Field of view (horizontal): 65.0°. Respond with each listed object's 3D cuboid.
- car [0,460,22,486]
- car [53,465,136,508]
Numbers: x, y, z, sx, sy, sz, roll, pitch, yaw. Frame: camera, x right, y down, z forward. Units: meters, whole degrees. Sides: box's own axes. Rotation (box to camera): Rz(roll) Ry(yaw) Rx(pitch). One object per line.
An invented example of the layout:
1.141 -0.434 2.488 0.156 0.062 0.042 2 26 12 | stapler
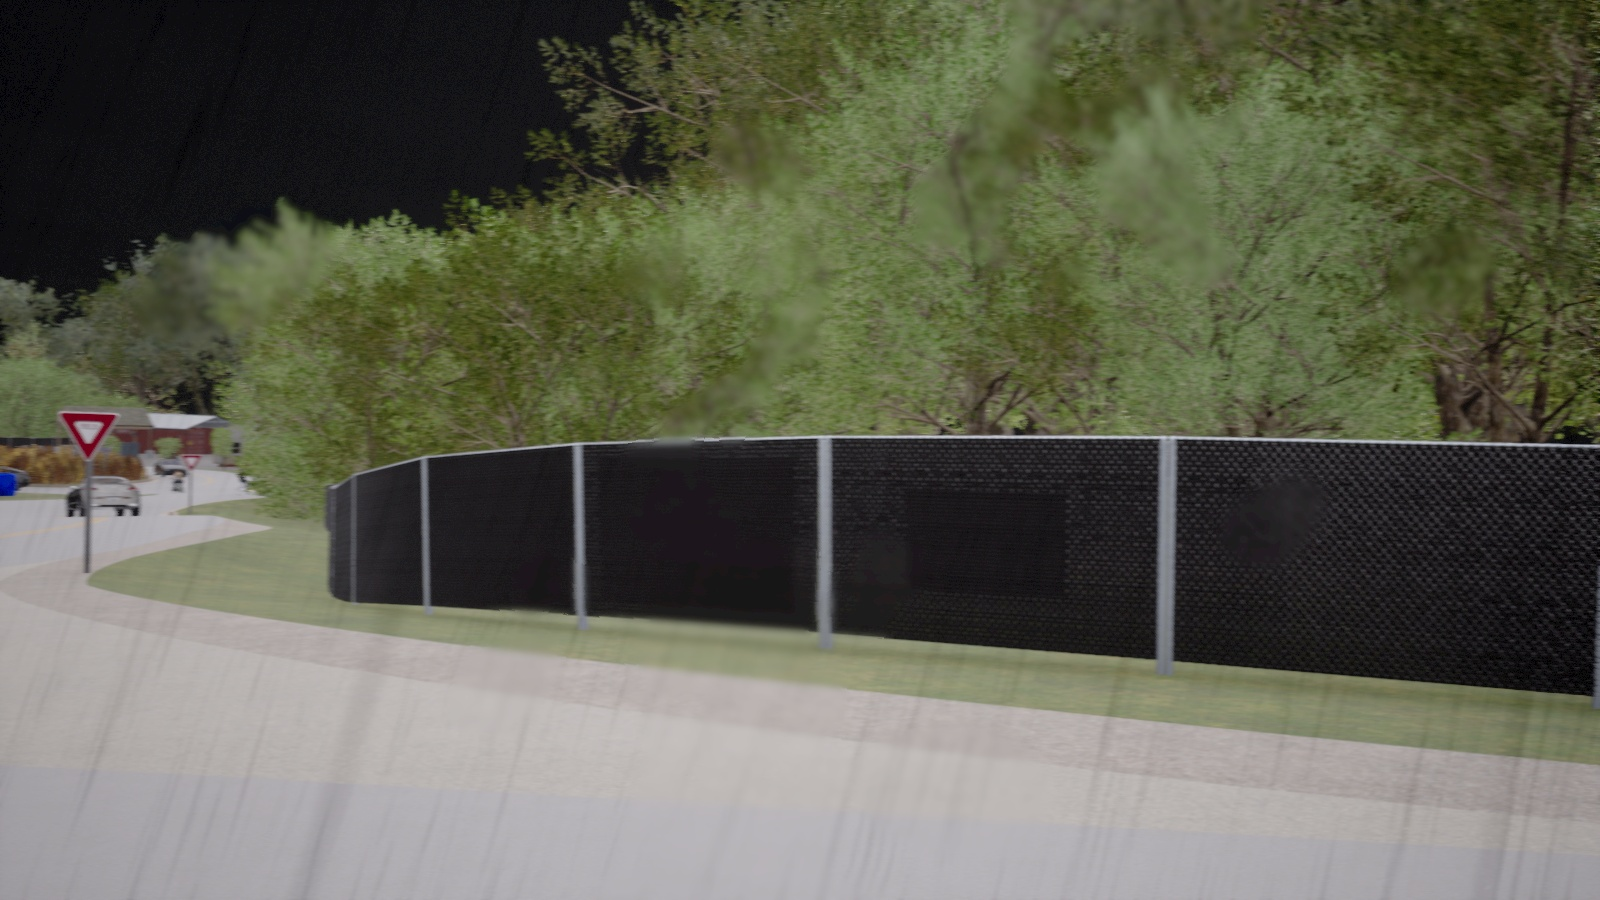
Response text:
-51.151 1.329 77.991 4.514 1.525 2.007 3 0 -25 | car
-28.356 1.498 50.376 2.152 1.651 5.027 1 -3 -38 | car
